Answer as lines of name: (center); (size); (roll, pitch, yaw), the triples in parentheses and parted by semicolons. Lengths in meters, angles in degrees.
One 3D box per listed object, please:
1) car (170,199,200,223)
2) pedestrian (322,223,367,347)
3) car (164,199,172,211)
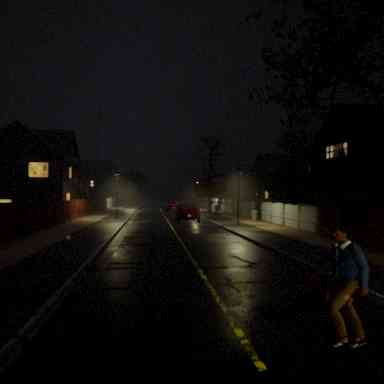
car: (-0.511, 1.640, 27.444); (1.882, 1.535, 5.008); (1, 0, -7)
pedestrian: (2.199, 1.326, 4.820); (0.375, 1.860, 0.375); (0, 0, -7)
car: (-2.791, 1.797, 45.670); (1.837, 1.490, 4.892); (1, -1, -7)
